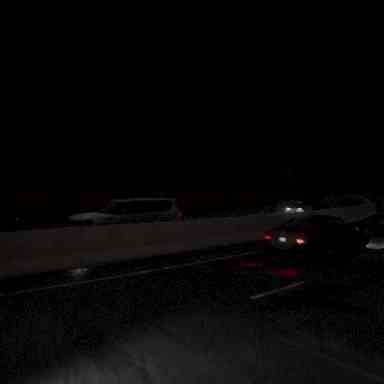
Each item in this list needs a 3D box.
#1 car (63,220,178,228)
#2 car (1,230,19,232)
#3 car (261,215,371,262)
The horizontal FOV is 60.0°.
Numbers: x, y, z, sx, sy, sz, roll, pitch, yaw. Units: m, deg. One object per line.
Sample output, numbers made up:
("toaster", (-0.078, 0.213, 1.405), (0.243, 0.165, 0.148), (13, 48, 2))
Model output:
("car", (-2.967, 1.274, 15.225), (5.566, 2.045, 2.150), (0, 0, -40))
("car", (-11.447, 1.625, 17.484), (4.181, 1.385, 1.994), (0, 0, -37))
("car", (4.776, 1.589, 12.413), (5.357, 1.411, 2.033), (0, 0, -42))
